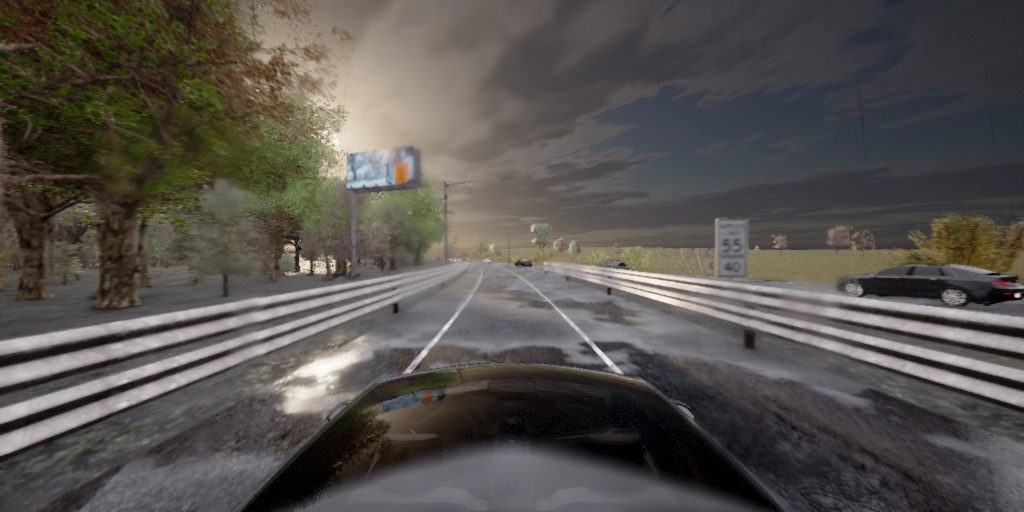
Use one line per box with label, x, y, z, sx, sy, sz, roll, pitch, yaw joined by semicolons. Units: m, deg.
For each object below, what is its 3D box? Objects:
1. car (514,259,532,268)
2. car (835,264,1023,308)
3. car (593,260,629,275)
car;1.827;1.186;60.911;1.882;1.535;5.008;-1;0;-16
car;15.597;1.033;13.869;1.837;1.490;4.892;-1;0;-16
car;9.426;1.121;34.949;1.837;1.490;4.892;-1;0;-16
